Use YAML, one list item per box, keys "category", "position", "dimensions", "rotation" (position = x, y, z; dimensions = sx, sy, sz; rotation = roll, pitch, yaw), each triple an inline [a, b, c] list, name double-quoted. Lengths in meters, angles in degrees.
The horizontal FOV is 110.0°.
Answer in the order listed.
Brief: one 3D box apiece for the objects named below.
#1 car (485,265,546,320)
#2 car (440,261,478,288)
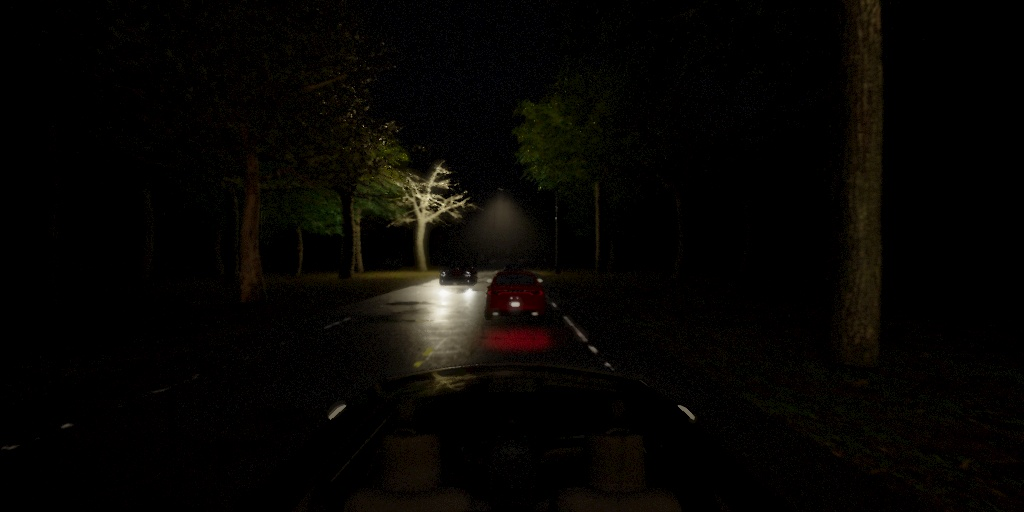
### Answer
- category: "car"
  position: [0.102, 1.255, 12.860]
  dimensions: [1.882, 1.535, 5.008]
  rotation: [0, 0, 0]
- category: "car"
  position: [-3.598, 1.174, 24.776]
  dimensions: [2.097, 1.767, 4.553]
  rotation: [0, 0, 0]
